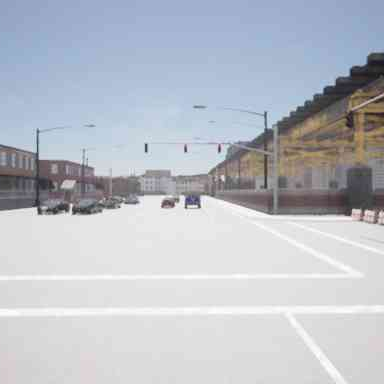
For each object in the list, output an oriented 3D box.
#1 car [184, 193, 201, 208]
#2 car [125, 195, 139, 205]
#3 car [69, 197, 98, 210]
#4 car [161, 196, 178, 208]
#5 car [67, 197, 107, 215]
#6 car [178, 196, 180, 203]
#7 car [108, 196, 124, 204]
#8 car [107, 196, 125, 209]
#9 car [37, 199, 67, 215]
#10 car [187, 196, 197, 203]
[{"bbox_3d":[0.094,1.181,46.783,2.150,2.045,5.566,0,0,0],"label":"car"},{"bbox_3d":[-10.573,1.302,58.376,2.097,1.767,4.553,0,0,0],"label":"car"},{"bbox_3d":[-14.095,1.452,43.468,2.128,1.511,4.902,0,0,0],"label":"car"},{"bbox_3d":[-3.420,1.484,48.581,1.812,1.442,4.674,0,0,0],"label":"car"},{"bbox_3d":[-10.596,1.449,33.917,1.882,1.535,5.008,0,0,2],"label":"car"},{"bbox_3d":[-3.470,1.489,69.212,2.033,1.411,5.357,0,0,1],"label":"car"},{"bbox_3d":[-14.039,1.472,61.850,1.812,1.442,4.674,0,0,0],"label":"car"},{"bbox_3d":[-10.597,1.465,43.536,1.837,1.490,4.892,0,1,0],"label":"car"},{"bbox_3d":[-14.096,1.462,34.104,2.128,1.511,4.902,0,0,0],"label":"car"},{"bbox_3d":[0.019,1.499,71.356,1.994,1.385,4.181,0,0,0],"label":"car"}]
